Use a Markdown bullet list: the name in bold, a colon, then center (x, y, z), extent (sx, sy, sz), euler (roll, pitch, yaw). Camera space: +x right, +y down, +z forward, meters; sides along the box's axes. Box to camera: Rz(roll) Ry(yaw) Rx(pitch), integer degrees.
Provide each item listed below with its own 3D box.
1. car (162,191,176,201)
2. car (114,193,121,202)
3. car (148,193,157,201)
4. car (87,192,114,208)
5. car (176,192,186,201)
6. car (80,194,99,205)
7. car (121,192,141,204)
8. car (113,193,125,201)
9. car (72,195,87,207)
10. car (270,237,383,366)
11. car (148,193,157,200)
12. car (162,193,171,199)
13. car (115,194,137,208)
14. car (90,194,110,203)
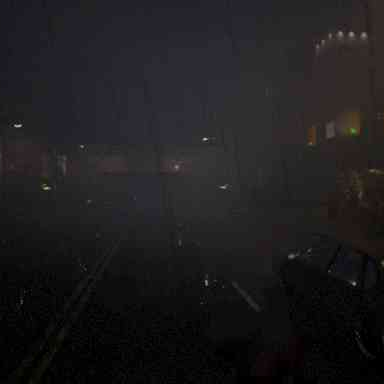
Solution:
- **car**: center (-5.278, 0.851, 74.008), extent (2.150, 2.045, 5.566), euler (0, 0, -6)
- **car**: center (-14.173, 1.268, 59.901), extent (1.837, 1.490, 4.892), euler (0, 0, -7)
- **car**: center (-8.796, 1.243, 74.000), extent (1.895, 1.301, 4.718), euler (0, 0, -6)
- **car**: center (-12.508, 1.049, 45.846), extent (2.150, 2.045, 5.566), euler (0, 0, -8)
- **car**: center (-2.468, 1.190, 77.252), extent (1.895, 1.301, 4.718), euler (0, 0, -7)
- **car**: center (-16.427, 1.165, 53.368), extent (2.185, 1.767, 4.553), euler (0, 0, -7)
- **car**: center (-10.114, 1.114, 55.231), extent (2.097, 1.767, 4.553), euler (0, 0, -6)
- **car**: center (-15.530, 1.054, 71.205), extent (2.097, 1.767, 4.553), euler (0, 0, -7)
- **car**: center (-15.505, 1.320, 47.009), extent (2.097, 1.535, 5.008), euler (0, 0, -7)
- **car**: center (3.019, 1.497, 5.718), extent (2.033, 1.411, 5.357), euler (0, 0, -5)
- **car**: center (-9.931, 1.063, 83.904), extent (2.128, 1.511, 4.902), euler (0, 0, -7)
- **car**: center (-6.456, 1.067, 84.323), extent (1.994, 1.385, 4.181), euler (0, 0, -7)
- **car**: center (-8.912, 1.334, 45.340), extent (1.812, 1.442, 4.674), euler (0, 0, -6)
- **car**: center (-17.705, 1.242, 64.068), extent (2.231, 1.521, 4.892), euler (0, 0, 3)
